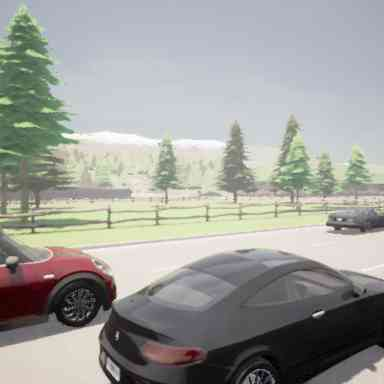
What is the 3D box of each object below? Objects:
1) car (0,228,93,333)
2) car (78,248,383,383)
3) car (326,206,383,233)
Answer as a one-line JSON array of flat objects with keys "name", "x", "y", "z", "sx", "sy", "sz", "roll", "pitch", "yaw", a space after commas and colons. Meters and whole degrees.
[{"name": "car", "x": -3.586, "y": 1.352, "z": 5.488, "sx": 4.553, "sy": 1.767, "sz": 2.097, "roll": 0, "pitch": 0, "yaw": -35}, {"name": "car", "x": 1.116, "y": 1.526, "z": 4.543, "sx": 4.674, "sy": 1.442, "sz": 1.812, "roll": 0, "pitch": 0, "yaw": -35}, {"name": "car", "x": 10.061, "y": 1.550, "z": 19.518, "sx": 5.357, "sy": 1.411, "sz": 2.033, "roll": 0, "pitch": 0, "yaw": -35}]
